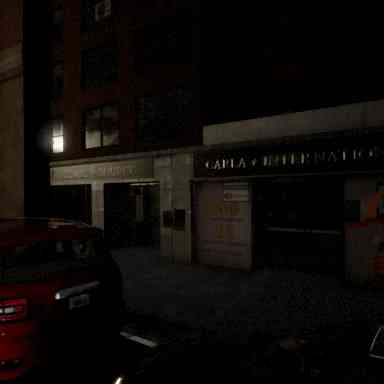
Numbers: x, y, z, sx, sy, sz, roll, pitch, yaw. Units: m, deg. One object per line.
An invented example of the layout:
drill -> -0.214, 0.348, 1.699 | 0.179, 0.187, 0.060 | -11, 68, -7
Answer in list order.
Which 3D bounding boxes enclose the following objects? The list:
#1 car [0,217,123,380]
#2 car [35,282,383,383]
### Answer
car -> -3.214, 1.318, 5.148 | 5.009, 1.841, 2.192 | 0, -1, 35
car -> 1.248, 1.551, 1.965 | 4.403, 1.369, 2.008 | 0, -1, 35
